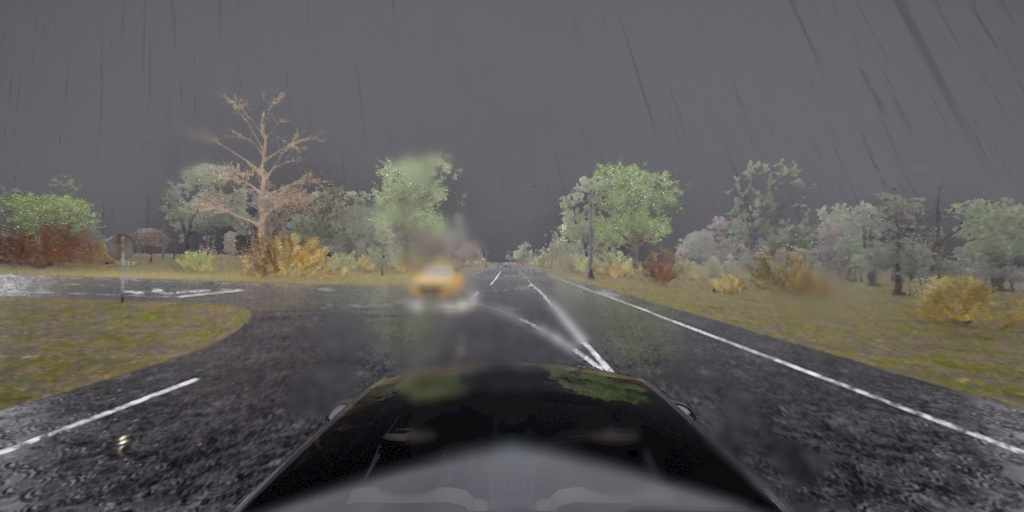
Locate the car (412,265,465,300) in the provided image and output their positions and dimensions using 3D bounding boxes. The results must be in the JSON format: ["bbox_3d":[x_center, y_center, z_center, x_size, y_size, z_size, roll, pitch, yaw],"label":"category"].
[{"bbox_3d":[-3.492,1.223,17.734,1.882,1.535,5.008,1,-1,0],"label":"car"}]
